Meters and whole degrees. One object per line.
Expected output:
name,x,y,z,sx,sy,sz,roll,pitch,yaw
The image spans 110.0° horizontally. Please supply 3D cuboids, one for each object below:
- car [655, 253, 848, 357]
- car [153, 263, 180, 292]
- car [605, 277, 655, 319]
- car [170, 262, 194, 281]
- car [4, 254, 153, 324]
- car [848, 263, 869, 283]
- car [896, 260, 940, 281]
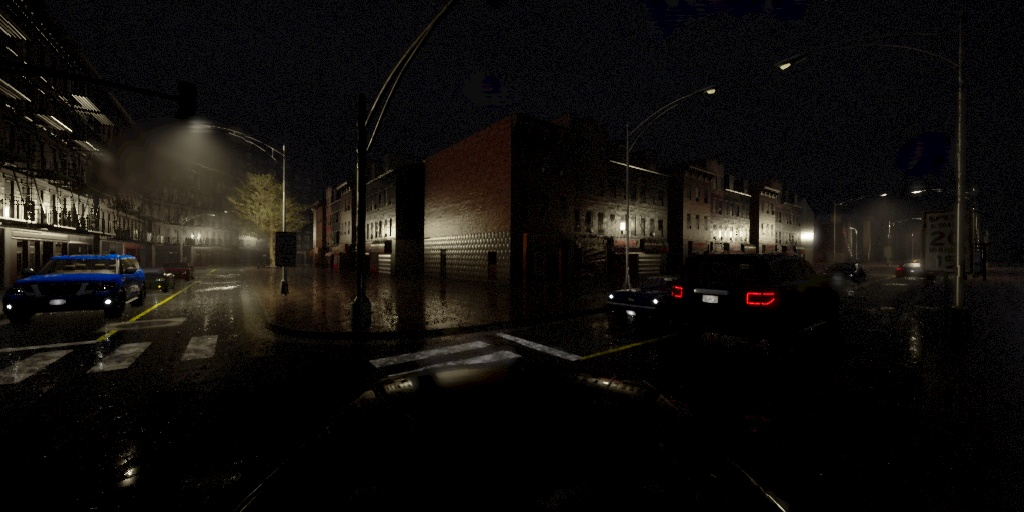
car,6.097,0.950,8.805,5.566,2.045,2.150,0,0,-37
car,-20.540,1.312,20.247,1.994,1.385,4.181,0,0,-37
car,5.148,1.316,11.672,4.718,1.301,1.895,0,0,-38
car,-27.299,1.237,29.148,1.882,1.535,5.008,0,0,-37
car,-14.580,0.963,12.404,2.150,2.045,5.566,0,0,-37
car,25.167,1.227,26.950,5.357,1.411,2.033,0,0,-37
car,33.412,1.249,29.618,4.181,1.385,1.994,0,0,-37
